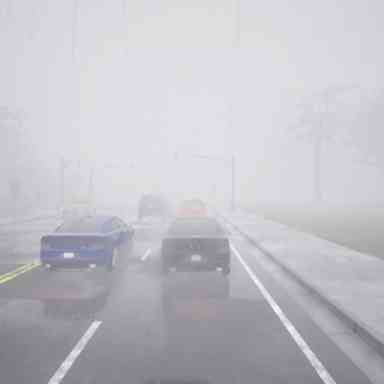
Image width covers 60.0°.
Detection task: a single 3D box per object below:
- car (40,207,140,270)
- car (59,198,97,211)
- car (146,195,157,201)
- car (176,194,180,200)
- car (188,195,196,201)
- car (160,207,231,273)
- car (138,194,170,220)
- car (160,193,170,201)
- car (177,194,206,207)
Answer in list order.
[{"bbox_3d":[-3.154,1.468,10.978,1.882,1.535,5.008,0,0,0],"label":"car"},{"bbox_3d":[-9.799,1.327,28.956,2.097,1.767,4.553,0,0,1],"label":"car"},{"bbox_3d":[-9.767,1.441,81.400,2.033,1.411,5.357,0,0,0],"label":"car"},{"bbox_3d":[-3.268,1.424,85.755,2.033,1.411,5.357,0,0,0],"label":"car"},{"bbox_3d":[-0.018,1.409,85.755,1.812,1.442,4.674,0,0,0],"label":"car"},{"bbox_3d":[0.099,1.468,10.632,1.882,1.535,5.008,0,0,0],"label":"car"},{"bbox_3d":[-3.157,1.197,27.893,2.150,2.045,5.566,0,0,0],"label":"car"},{"bbox_3d":[-6.517,1.256,81.430,2.097,1.767,4.553,0,0,0],"label":"car"},{"bbox_3d":[0.094,1.329,27.266,2.097,1.767,4.553,0,0,0],"label":"car"}]
